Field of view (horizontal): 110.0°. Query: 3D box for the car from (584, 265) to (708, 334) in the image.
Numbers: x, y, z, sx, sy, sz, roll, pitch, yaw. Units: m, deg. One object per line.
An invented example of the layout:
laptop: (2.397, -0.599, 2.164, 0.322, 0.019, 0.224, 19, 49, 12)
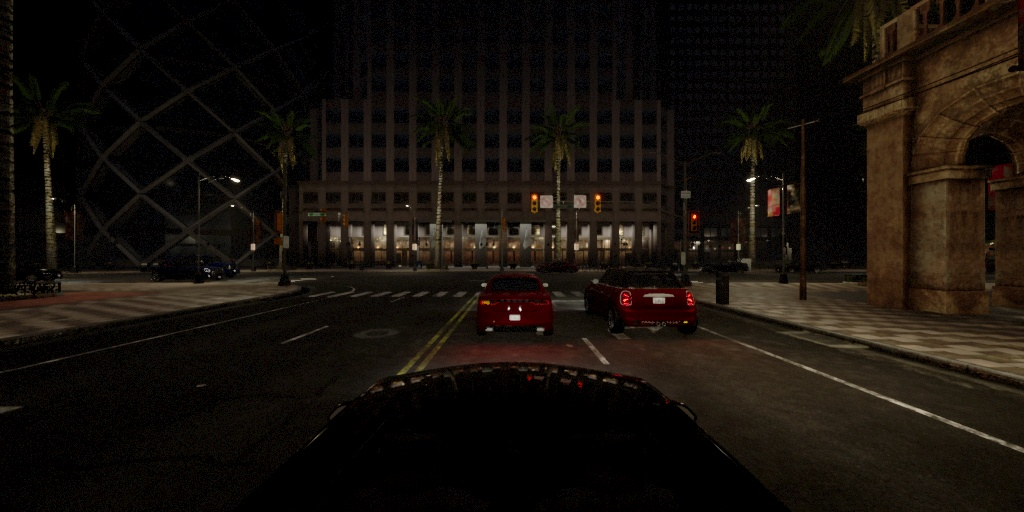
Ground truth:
car: (3.582, 1.102, 10.835, 2.097, 1.767, 4.553, 0, 0, 0)

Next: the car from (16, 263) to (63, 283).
car: (-36.799, 1.255, 26.396, 4.892, 1.490, 1.837, 0, 0, -24)

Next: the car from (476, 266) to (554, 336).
car: (0.081, 1.228, 10.494, 1.882, 1.535, 5.008, 0, 0, 0)

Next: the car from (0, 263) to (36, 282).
car: (-41.884, 1.298, 27.953, 5.357, 1.411, 2.033, 0, 0, -29)

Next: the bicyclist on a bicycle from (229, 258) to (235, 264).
bicyclist on a bicycle: (-35.747, 1.050, 45.753, 0.582, 1.620, 1.656, 0, 0, -12)

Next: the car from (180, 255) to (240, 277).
car: (-27.667, 0.971, 32.048, 5.566, 2.045, 2.150, 0, 0, -3)

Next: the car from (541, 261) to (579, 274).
car: (4.951, 1.275, 39.475, 4.674, 1.442, 1.812, 0, 0, 0)

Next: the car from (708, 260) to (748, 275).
car: (23.217, 1.241, 39.418, 4.902, 1.511, 2.128, 0, 0, 0)

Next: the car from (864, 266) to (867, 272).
car: (41.630, 1.255, 39.350, 4.892, 1.490, 1.837, 0, 0, 0)

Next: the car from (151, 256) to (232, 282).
car: (-25.627, 1.102, 28.553, 4.553, 1.767, 2.097, 0, 0, -3)
